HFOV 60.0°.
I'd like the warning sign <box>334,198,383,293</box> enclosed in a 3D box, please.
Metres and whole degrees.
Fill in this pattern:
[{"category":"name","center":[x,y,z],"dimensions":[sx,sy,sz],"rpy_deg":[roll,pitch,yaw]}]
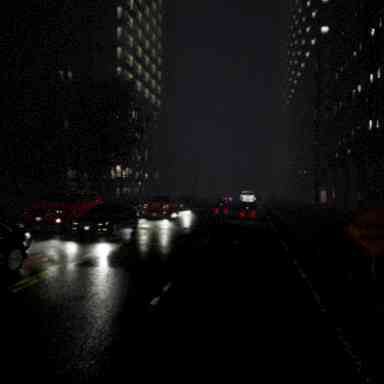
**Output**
[{"category":"warning sign","center":[3.949,1.104,7.217],"dimensions":[1.300,1.860,1.060],"rpy_deg":[2,2,10]}]

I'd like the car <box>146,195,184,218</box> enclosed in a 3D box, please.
[{"category":"car","center":[-2.365,1.043,26.323],"dimensions":[2.097,1.767,4.553],"rpy_deg":[1,1,10]}]

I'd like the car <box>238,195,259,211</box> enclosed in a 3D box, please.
[{"category":"car","center":[6.105,1.322,36.413],"dimensions":[1.895,1.301,4.718],"rpy_deg":[1,1,10]}]

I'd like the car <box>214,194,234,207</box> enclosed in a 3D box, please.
[{"category":"car","center":[3.962,1.221,42.813],"dimensions":[1.895,1.301,4.718],"rpy_deg":[1,1,10]}]

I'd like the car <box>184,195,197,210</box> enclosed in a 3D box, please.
[{"category":"car","center":[-0.612,1.107,36.319],"dimensions":[2.128,1.511,4.902],"rpy_deg":[1,1,10]}]

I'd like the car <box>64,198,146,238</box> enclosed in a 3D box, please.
[{"category":"car","center":[-4.063,1.270,16.509],"dimensions":[1.837,1.490,4.892],"rpy_deg":[1,1,10]}]

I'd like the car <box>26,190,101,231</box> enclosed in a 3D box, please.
[{"category":"car","center":[-6.964,0.916,18.787],"dimensions":[2.150,2.045,5.566],"rpy_deg":[1,1,10]}]

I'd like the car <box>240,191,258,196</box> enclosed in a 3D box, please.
[{"category":"car","center":[8.019,0.857,47.701],"dimensions":[2.150,2.045,5.566],"rpy_deg":[1,1,10]}]

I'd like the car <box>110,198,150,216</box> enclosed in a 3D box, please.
[{"category":"car","center":[-5.231,1.220,28.833],"dimensions":[1.895,1.301,4.718],"rpy_deg":[1,1,10]}]

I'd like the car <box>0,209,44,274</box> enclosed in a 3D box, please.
[{"category":"car","center":[-5.646,1.339,7.318],"dimensions":[1.837,1.490,4.892],"rpy_deg":[1,1,10]}]
